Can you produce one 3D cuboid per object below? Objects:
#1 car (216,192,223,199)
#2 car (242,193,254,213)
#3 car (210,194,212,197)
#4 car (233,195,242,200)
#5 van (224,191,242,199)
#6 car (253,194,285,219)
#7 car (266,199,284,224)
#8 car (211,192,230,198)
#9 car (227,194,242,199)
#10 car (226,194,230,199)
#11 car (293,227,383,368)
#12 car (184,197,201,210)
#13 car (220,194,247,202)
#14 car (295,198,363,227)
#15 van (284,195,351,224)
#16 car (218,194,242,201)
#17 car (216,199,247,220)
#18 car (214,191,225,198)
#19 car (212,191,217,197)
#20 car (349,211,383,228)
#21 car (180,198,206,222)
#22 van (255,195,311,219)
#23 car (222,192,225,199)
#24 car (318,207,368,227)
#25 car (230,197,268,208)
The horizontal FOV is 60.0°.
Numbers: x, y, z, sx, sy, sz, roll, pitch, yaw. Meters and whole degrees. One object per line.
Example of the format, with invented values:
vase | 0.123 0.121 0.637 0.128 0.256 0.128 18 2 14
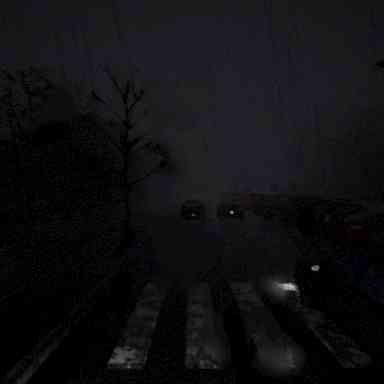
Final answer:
car | 7.876 1.238 61.821 5.366 1.575 1.946 0 1 -20
car | 8.089 1.236 32.056 5.566 2.045 2.435 1 0 -20
car | 8.072 0.721 82.774 5.566 2.045 2.435 1 0 -20
car | 8.029 1.490 40.984 4.792 1.488 2.163 1 1 -20
van | 7.947 1.137 52.882 4.442 1.987 1.878 1 1 -20
car | 8.040 1.237 26.059 5.566 2.045 2.435 1 0 -20
car | 8.056 1.489 23.091 4.892 1.521 2.231 1 0 -20
car | 8.064 0.897 94.704 4.792 1.488 2.163 1 0 -20
car | 7.883 1.438 43.911 5.366 1.575 1.946 1 1 -20
car | 8.048 1.434 49.953 4.674 1.452 2.002 1 0 -20
car | 3.097 1.547 4.800 2.033 1.411 5.357 0 0 0
car | 0.085 1.451 42.828 2.128 1.511 4.902 0 0 0
car | 8.074 1.228 64.884 4.792 1.488 2.163 0 1 -20
car | 8.036 1.363 17.116 4.553 1.767 2.185 1 0 -20
van | 8.175 1.264 20.151 4.442 1.987 1.878 1 0 -20
car | 8.042 1.154 70.836 4.674 1.452 2.002 1 1 -20
car | 3.090 1.562 27.856 1.994 1.385 4.181 0 0 0
car | 7.874 1.149 67.787 5.366 1.575 1.946 0 1 -20
car | 8.053 1.006 79.775 4.892 1.521 2.231 1 1 -20
car | 8.040 1.518 11.125 4.792 1.488 2.163 1 0 -20
car | 0.091 1.476 25.995 1.882 1.535 5.008 0 0 0
van | 7.955 1.261 29.012 4.442 1.987 1.878 1 0 -20
car | 8.024 1.200 55.911 4.553 1.767 2.185 1 1 -20
car | 8.060 1.529 14.144 4.674 1.452 2.002 1 0 -20
car | 8.080 1.453 46.981 4.792 1.488 2.163 1 0 -20
